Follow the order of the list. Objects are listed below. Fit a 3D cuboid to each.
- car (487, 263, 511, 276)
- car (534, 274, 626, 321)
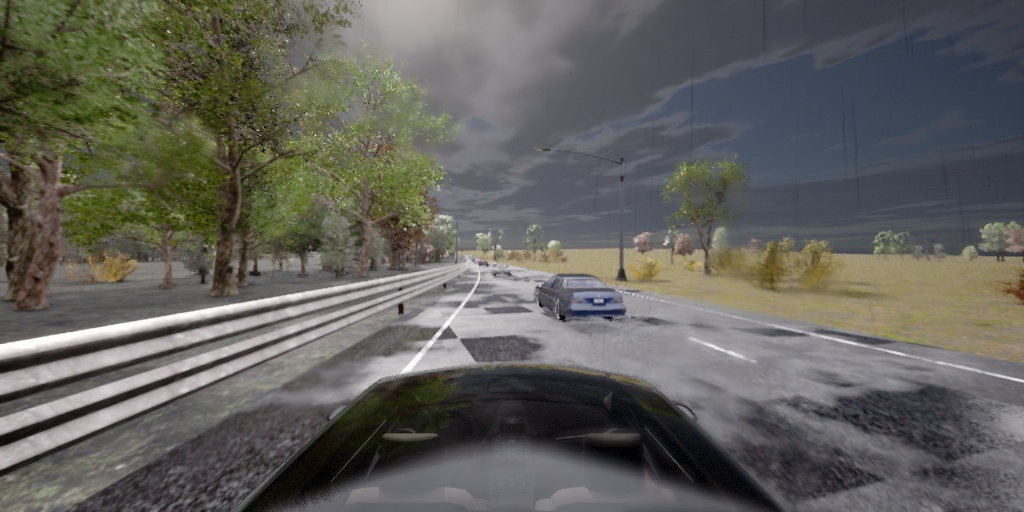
[{"bbox_3d":[-1.263,1.441,38.494,1.895,1.301,4.718,0,0,-7],"label":"car"},{"bbox_3d":[2.132,1.332,12.682,2.033,1.411,5.357,0,0,-7],"label":"car"}]
